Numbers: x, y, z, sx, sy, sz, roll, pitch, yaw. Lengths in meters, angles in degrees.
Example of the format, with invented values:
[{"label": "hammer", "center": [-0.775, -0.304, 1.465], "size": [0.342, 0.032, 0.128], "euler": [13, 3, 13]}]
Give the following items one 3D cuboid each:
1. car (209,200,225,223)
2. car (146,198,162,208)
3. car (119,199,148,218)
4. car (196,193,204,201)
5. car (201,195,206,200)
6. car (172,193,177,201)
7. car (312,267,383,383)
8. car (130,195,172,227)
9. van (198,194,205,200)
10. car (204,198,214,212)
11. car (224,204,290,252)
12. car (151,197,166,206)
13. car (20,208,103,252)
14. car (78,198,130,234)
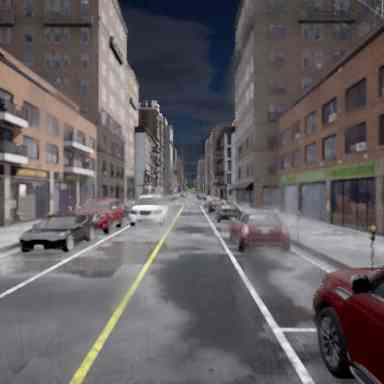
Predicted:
[{"label": "car", "center": [2.643, 1.551, 25.233], "size": [2.008, 1.369, 4.403], "euler": [0, 0, 0]}, {"label": "car", "center": [-5.376, 1.582, 47.959], "size": [1.802, 1.307, 4.206], "euler": [0, 0, 0]}, {"label": "car", "center": [-5.380, 1.441, 30.913], "size": [1.967, 1.590, 4.097], "euler": [0, 0, 0]}, {"label": "car", "center": [2.660, 1.540, 85.922], "size": [2.008, 1.369, 4.403], "euler": [0, 0, 0]}, {"label": "car", "center": [2.649, 1.524, 48.128], "size": [1.752, 1.417, 4.829], "euler": [0, 0, 0]}, {"label": "car", "center": [-5.371, 1.543, 80.516], "size": [2.008, 1.369, 4.403], "euler": [0, 0, 0]}, {"label": "car", "center": [2.638, 1.315, 2.509], "size": [2.192, 1.841, 5.009], "euler": [0, 0, 0]}, {"label": "car", "center": [-2.846, 1.221, 22.954], "size": [2.150, 2.045, 5.566], "euler": [0, 0, 0]}, {"label": "van", "center": [2.662, 1.329, 91.328], "size": [1.690, 1.788, 3.998], "euler": [0, 0, 0]}, {"label": "car", "center": [2.646, 1.566, 36.596], "size": [1.947, 1.339, 4.313], "euler": [0, 0, 0]}, {"label": "car", "center": [2.641, 1.440, 13.871], "size": [1.967, 1.590, 4.097], "euler": [0, 0, 0]}, {"label": "car", "center": [-5.375, 1.550, 53.640], "size": [2.008, 1.369, 4.403], "euler": [0, 0, 0]}, {"label": "car", "center": [-5.385, 1.567, 13.868], "size": [1.947, 1.339, 4.313], "euler": [0, 0, 0]}, {"label": "car", "center": [-5.383, 1.316, 19.550], "size": [2.192, 1.841, 5.009], "euler": [0, 0, 0]}]
